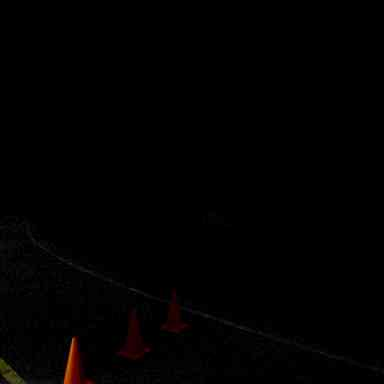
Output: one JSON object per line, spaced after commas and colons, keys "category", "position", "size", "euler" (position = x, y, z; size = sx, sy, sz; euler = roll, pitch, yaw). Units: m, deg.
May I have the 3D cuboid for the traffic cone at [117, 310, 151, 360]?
{"category": "traffic cone", "position": [-0.808, 1.938, 4.624], "size": [0.340, 0.580, 0.340], "euler": [1, 1, 31]}

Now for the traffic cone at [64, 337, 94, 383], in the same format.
{"category": "traffic cone", "position": [-1.328, 1.945, 3.774], "size": [0.340, 0.580, 0.340], "euler": [1, 1, 31]}

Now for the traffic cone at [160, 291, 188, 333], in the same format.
{"category": "traffic cone", "position": [-0.289, 1.931, 5.475], "size": [0.340, 0.580, 0.340], "euler": [1, 1, 31]}
